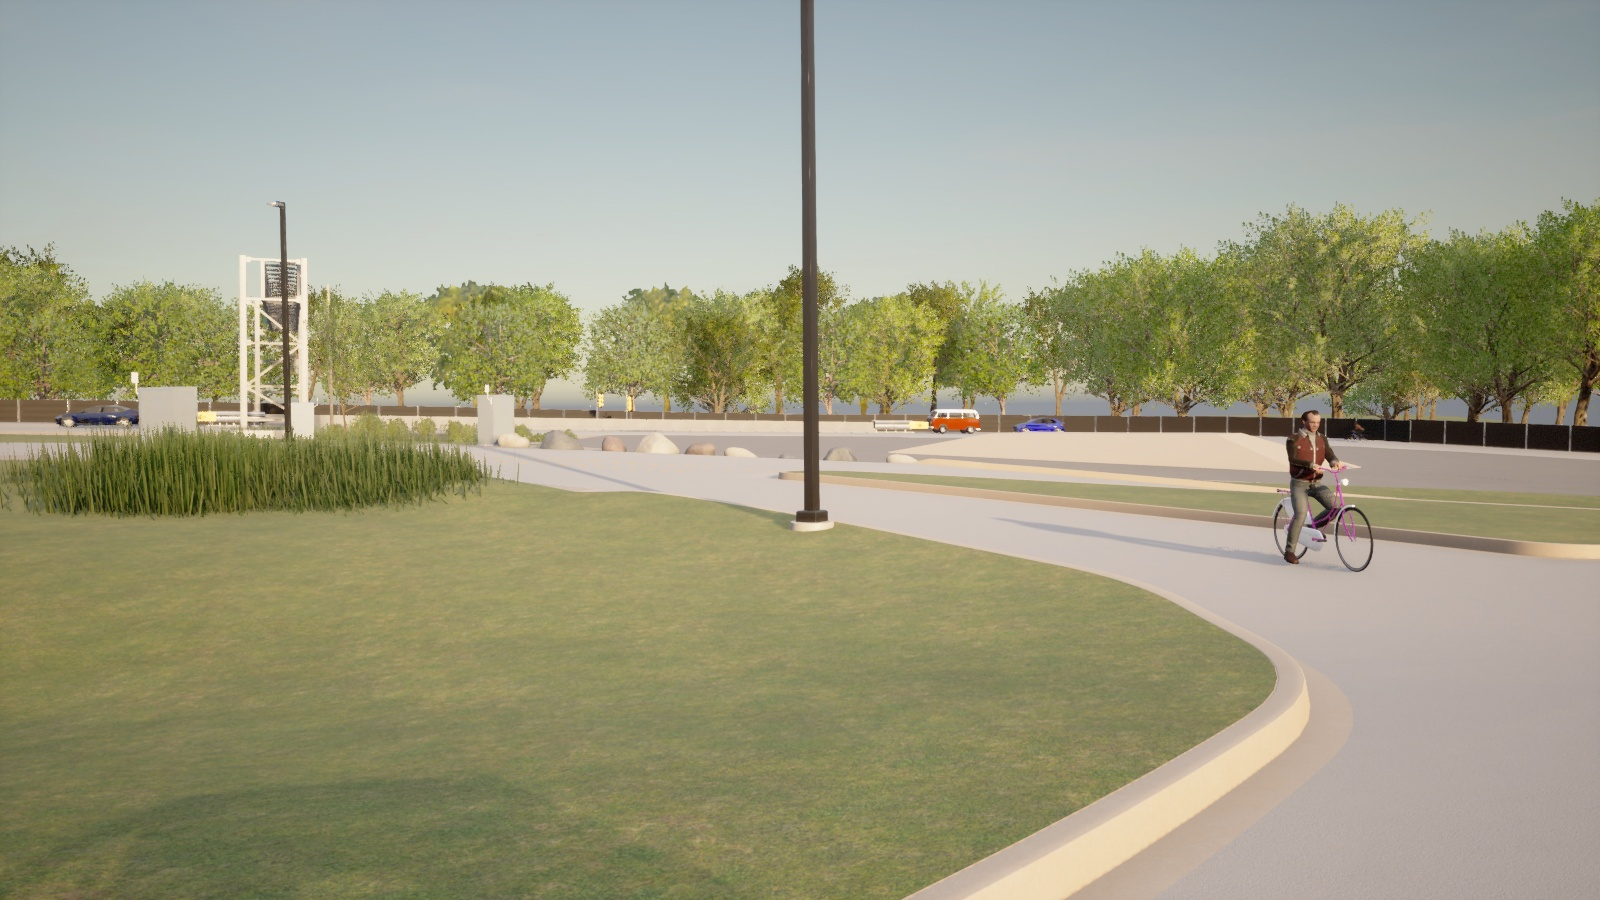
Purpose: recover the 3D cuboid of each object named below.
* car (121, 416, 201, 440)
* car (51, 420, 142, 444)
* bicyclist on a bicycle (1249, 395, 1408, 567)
[{"bbox_3d":[-45.081,-1.558,88.631,4.856,1.649,2.033,-1,1,-31],"label":"car"},{"bbox_3d":[-44.472,-1.158,79.492,4.792,1.488,2.163,-1,2,-22],"label":"car"},{"bbox_3d":[5.856,0.307,14.045,0.659,1.776,1.843,-2,1,-12],"label":"bicyclist on a bicycle"}]
